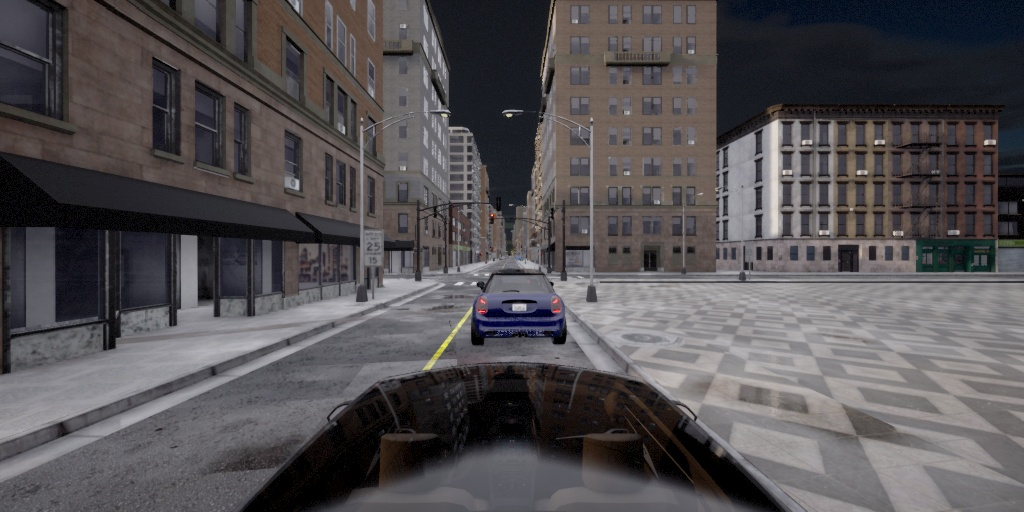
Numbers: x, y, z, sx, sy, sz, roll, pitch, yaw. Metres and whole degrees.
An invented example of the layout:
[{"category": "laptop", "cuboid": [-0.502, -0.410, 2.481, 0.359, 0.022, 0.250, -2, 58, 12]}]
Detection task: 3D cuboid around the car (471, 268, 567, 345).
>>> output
[{"category": "car", "cuboid": [0.102, 1.102, 9.661, 2.097, 1.767, 4.553, 0, 0, -1]}]
